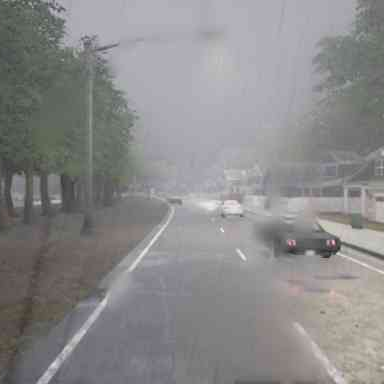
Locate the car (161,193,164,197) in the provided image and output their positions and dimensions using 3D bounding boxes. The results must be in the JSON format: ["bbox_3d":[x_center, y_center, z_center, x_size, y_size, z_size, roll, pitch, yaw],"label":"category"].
[{"bbox_3d":[-6.382,1.208,89.139,1.895,1.301,4.718,0,0,-11],"label":"car"}]

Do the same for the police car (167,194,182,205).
[{"bbox_3d":[-2.706,1.311,55.097,1.930,1.638,5.238,0,0,-5],"label":"police car"}]

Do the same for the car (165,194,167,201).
[{"bbox_3d":[-3.761,1.343,64.949,1.837,1.490,4.892,0,0,-7],"label":"car"}]

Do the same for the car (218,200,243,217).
[{"bbox_3d":[3.419,1.475,30.070,1.812,1.442,4.674,0,0,-1],"label":"car"}]

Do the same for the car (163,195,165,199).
[{"bbox_3d":[-4.528,1.329,70.912,1.812,1.442,4.674,0,0,-8],"label":"car"}]

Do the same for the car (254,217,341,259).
[{"bbox_3d":[3.595,1.563,12.331,1.895,1.301,4.718,0,0,0],"label":"car"}]
